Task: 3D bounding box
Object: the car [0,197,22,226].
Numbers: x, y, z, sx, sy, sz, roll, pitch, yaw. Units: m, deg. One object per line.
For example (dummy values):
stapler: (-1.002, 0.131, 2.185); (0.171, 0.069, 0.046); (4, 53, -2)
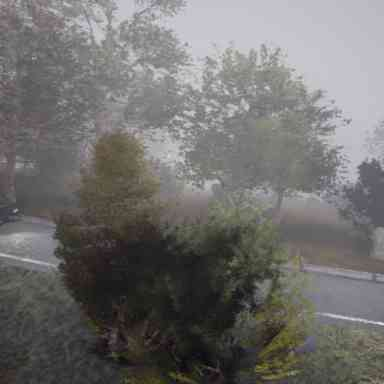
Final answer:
car: (-7.728, 0.136, 10.169); (5.357, 1.411, 2.033); (7, 1, 24)
